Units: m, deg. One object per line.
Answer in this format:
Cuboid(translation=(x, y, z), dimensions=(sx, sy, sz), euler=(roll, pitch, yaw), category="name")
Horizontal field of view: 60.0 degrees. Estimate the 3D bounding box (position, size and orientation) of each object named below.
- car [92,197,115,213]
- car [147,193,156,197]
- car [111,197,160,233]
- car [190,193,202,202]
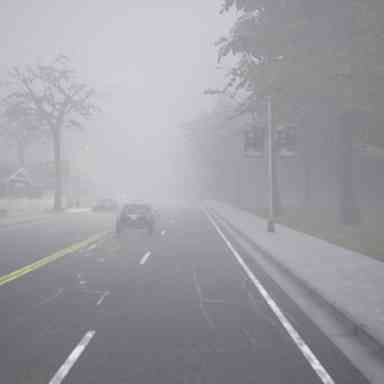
Cuboid(translation=(-9.834, 1.404, 38.063), dimensions=(2.097, 1.767, 4.553), euler=(0, 0, 0), category="car")
Cuboid(translation=(-9.742, 0.969, 79.316), dimensions=(2.097, 1.767, 4.553), euler=(0, 0, 0), category="car")
Cuboid(translation=(-3.147, 1.417, 20.093), dimensions=(2.097, 1.767, 4.553), euler=(0, 0, 0), category="car")
Cuboid(translation=(1.146, 1.223, 78.811), dimensions=(2.150, 2.045, 5.566), euler=(0, 0, 0), category="car")
